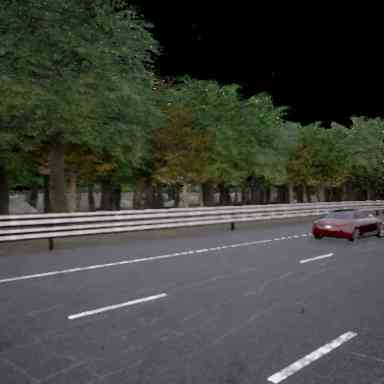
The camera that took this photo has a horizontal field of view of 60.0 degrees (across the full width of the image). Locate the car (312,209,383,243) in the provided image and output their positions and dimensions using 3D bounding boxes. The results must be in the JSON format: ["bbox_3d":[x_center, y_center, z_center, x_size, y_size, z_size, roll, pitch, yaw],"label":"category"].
[{"bbox_3d":[7.688,1.540,16.252,4.181,1.385,1.994,0,0,-40],"label":"car"}]
